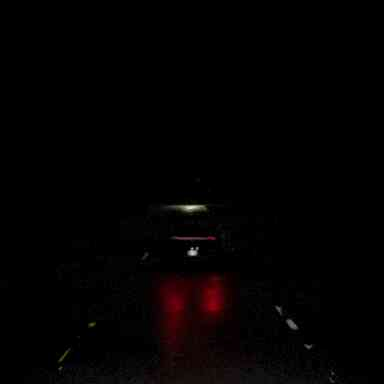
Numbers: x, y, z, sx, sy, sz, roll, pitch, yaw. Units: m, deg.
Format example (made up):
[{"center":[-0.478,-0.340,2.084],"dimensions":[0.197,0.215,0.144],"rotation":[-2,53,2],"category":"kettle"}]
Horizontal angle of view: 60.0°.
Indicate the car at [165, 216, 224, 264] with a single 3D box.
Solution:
[{"center":[0.138,1.644,12.380],"dimensions":[2.128,1.511,4.902],"rotation":[0,-1,3],"category":"car"}]
